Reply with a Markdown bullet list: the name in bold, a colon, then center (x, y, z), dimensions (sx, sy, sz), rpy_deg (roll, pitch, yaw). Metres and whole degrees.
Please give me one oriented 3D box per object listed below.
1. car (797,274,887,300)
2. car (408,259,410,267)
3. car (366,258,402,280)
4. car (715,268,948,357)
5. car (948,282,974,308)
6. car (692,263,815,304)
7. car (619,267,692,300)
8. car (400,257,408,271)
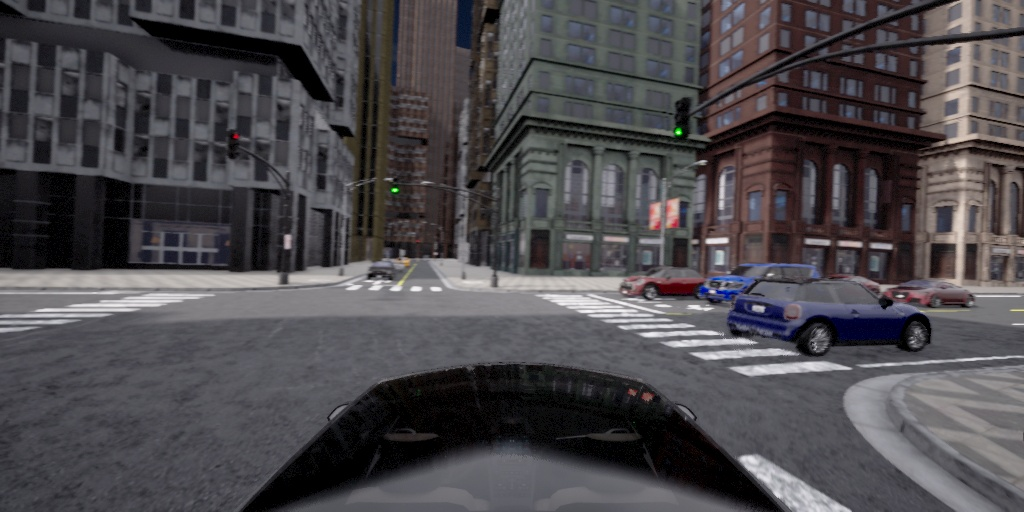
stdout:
- **car**: center (20.509, 1.914, 22.323), dimensions (4.674, 1.442, 1.812), rpy_deg (1, 0, -14)
- **car**: center (-16.774, 0.950, 55.077), dimensions (1.882, 1.535, 5.008), rpy_deg (2, 0, -13)
- **car**: center (-10.219, 1.100, 28.450), dimensions (2.033, 1.411, 5.357), rpy_deg (2, 0, -14)
- **car**: center (8.009, 1.358, 9.165), dimensions (4.553, 1.767, 2.097), rpy_deg (2, 0, -14)
- **car**: center (22.501, 2.007, 19.462), dimensions (4.181, 1.385, 1.994), rpy_deg (2, 0, -14)
- **car**: center (11.742, 1.348, 16.858), dimensions (5.566, 2.045, 2.150), rpy_deg (2, 0, -14)
- **car**: center (8.137, 1.376, 19.349), dimensions (4.553, 1.767, 2.097), rpy_deg (2, 0, -13)
- **car**: center (-13.121, 1.121, 40.158), dimensions (1.895, 1.301, 4.718), rpy_deg (2, 0, -14)
